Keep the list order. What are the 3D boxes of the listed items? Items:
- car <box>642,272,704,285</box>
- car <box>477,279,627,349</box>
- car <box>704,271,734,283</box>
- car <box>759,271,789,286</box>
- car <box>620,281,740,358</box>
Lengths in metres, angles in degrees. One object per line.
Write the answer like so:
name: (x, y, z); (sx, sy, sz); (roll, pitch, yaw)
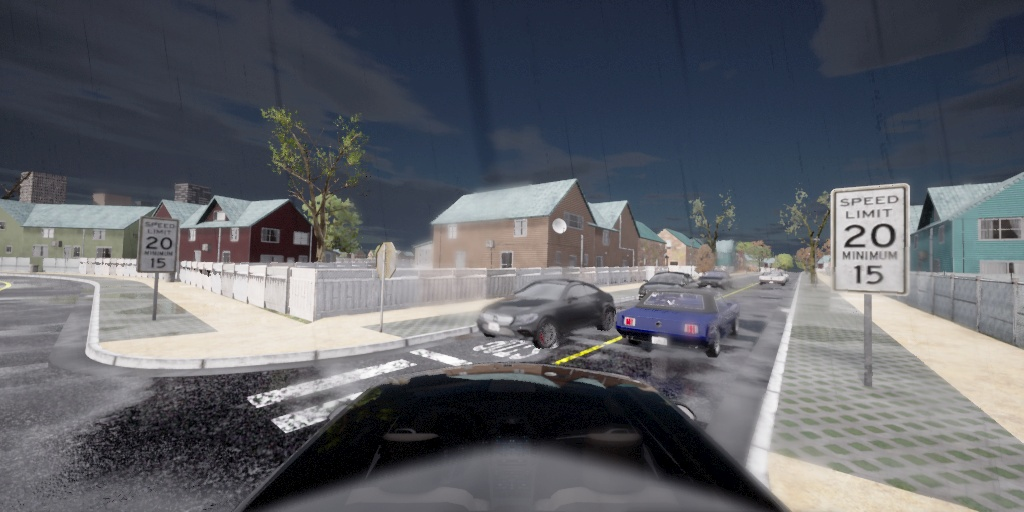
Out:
car: (7.836, 1.548, 17.752); (1.837, 1.490, 4.892); (0, -1, 39)
car: (1.161, 1.364, 9.676); (1.812, 1.442, 4.674); (0, -1, 42)
car: (15.488, 1.832, 27.164); (2.033, 1.411, 5.357); (0, -1, 39)
car: (24.764, 2.130, 33.981); (1.895, 1.301, 4.718); (0, -1, 39)
car: (4.409, 1.481, 9.016); (1.895, 1.301, 4.718); (0, -1, 39)
